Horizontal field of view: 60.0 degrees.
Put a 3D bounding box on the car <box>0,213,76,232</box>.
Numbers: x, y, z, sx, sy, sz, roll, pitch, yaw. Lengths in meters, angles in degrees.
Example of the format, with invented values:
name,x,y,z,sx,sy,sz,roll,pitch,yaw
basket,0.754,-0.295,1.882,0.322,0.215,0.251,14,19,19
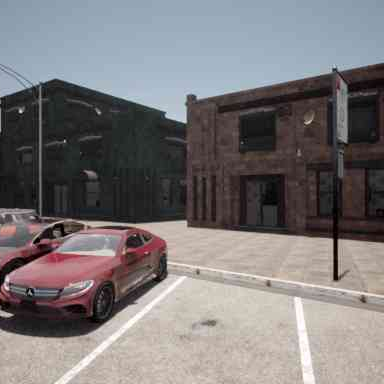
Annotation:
name,x,y,z,sx,sy,sz,roll,pitch,yaw
car,-4.398,1.518,9.156,2.163,1.488,4.792,1,-1,15

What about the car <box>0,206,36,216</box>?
name,x,y,z,sx,sy,sz,roll,pitch,yaw
car,-6.826,1.366,10.953,2.185,1.767,4.553,1,-1,15

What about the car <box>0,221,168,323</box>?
name,x,y,z,sx,sy,sz,roll,pitch,yaw
car,-1.940,1.527,7.450,2.002,1.452,4.674,1,-1,15
